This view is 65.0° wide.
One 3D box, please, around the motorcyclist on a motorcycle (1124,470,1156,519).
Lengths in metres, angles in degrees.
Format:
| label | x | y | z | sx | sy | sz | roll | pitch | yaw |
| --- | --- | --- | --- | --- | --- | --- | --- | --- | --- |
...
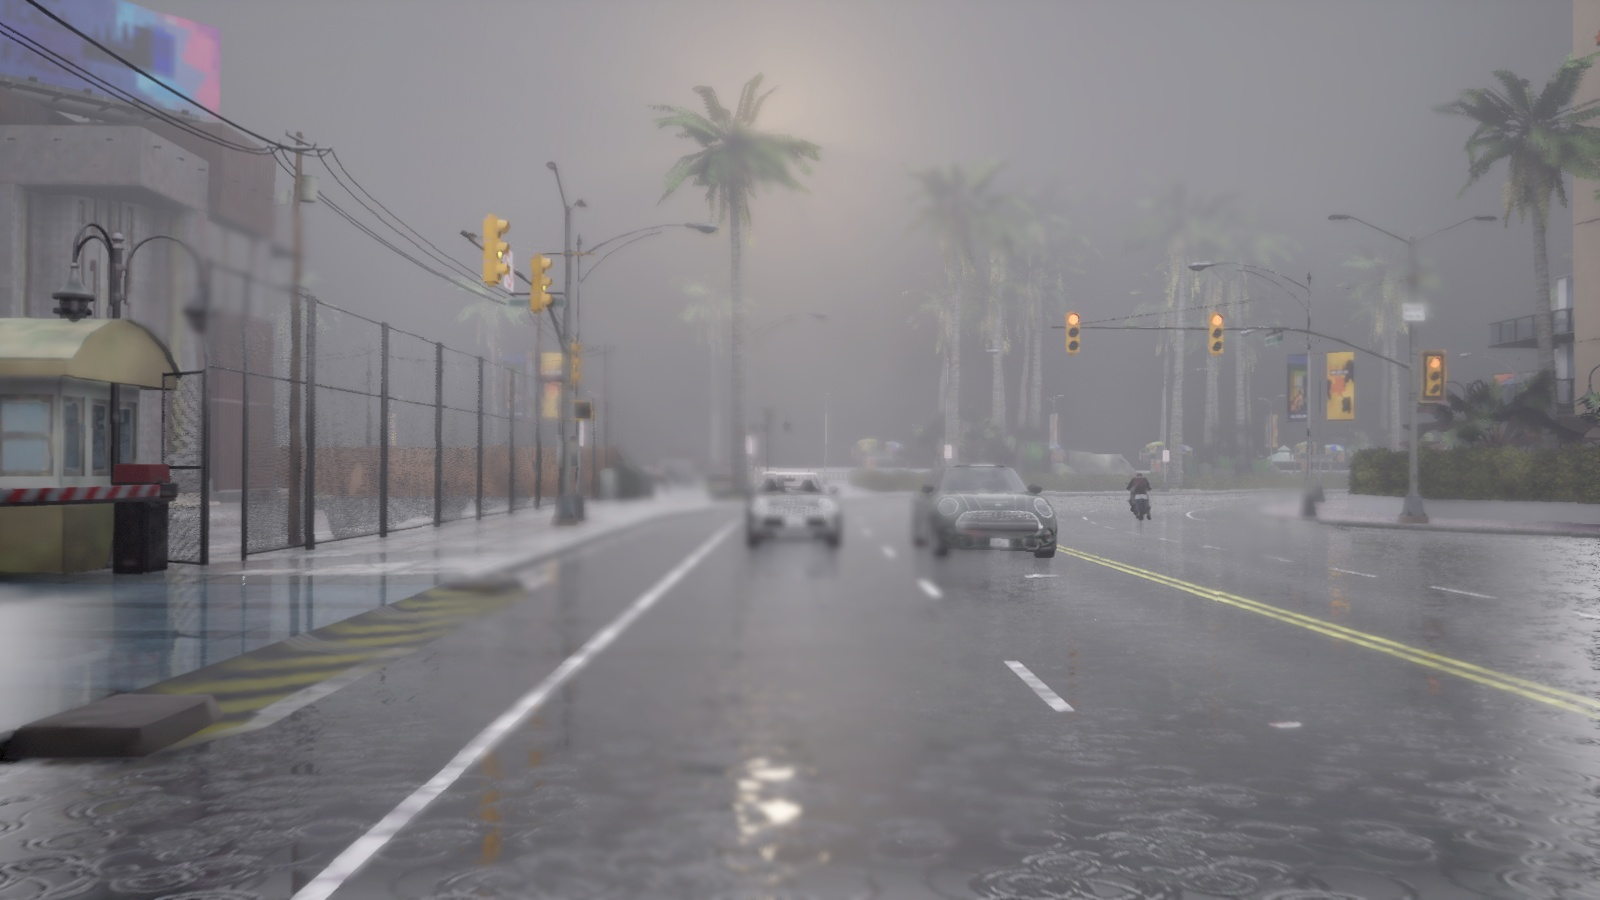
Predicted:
| label | x | y | z | sx | sy | sz | roll | pitch | yaw |
| --- | --- | --- | --- | --- | --- | --- | --- | --- | --- |
| motorcyclist on a motorcycle | 10.886 | 1.412 | 40.256 | 0.866 | 1.530 | 2.191 | 0 | -1 | 12 |

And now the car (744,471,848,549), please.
| label | x | y | z | sx | sy | sz | roll | pitch | yaw |
| --- | --- | --- | --- | --- | --- | --- | --- | --- | --- |
| car | -0.142 | 1.168 | 25.831 | 1.970 | 1.475 | 3.806 | 0 | -1 | -2 |

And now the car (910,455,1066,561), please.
| label | x | y | z | sx | sy | sz | roll | pitch | yaw |
| --- | --- | --- | --- | --- | --- | --- | --- | --- | --- |
| car | 3.349 | 1.010 | 23.321 | 2.097 | 1.767 | 4.553 | 0 | -1 | -1 |
